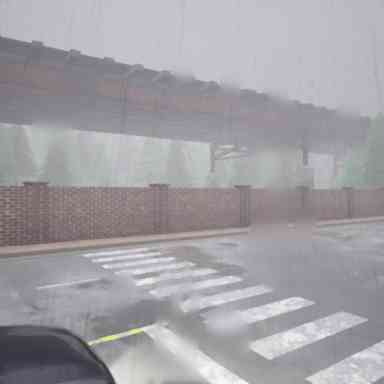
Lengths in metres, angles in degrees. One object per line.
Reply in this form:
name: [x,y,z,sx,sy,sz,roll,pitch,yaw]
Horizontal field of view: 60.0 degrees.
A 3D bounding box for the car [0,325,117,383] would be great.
car: [-2.493,1.563,1.968,4.181,1.385,1.994,0,0,-35]
